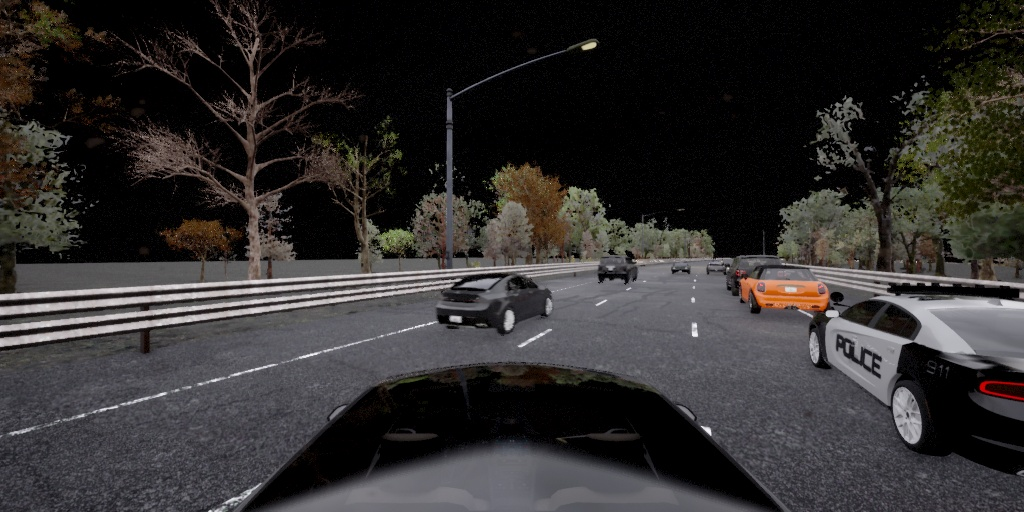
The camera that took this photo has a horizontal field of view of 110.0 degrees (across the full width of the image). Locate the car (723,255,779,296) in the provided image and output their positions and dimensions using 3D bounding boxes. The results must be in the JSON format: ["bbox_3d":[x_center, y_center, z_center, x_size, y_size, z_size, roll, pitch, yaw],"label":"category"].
[{"bbox_3d":[12.626,0.978,18.758,2.150,2.045,5.566,0,0,27],"label":"car"}]

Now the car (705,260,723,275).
[{"bbox_3d":[22.407,1.261,39.332,2.128,1.511,4.902,0,0,29],"label":"car"}]

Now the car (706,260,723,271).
[{"bbox_3d":[28.854,1.333,50.974,2.033,1.411,5.357,0,0,30],"label":"car"}]

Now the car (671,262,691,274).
[{"bbox_3d":[19.294,1.370,40.810,1.895,1.301,4.718,0,0,29],"label":"car"}]

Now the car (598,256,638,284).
[{"bbox_3d":[8.126,0.980,27.320,2.150,2.045,5.566,0,0,28],"label":"car"}]

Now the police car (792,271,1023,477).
[{"bbox_3d":[5.603,1.175,4.695,1.930,1.638,5.238,0,0,26],"label":"police car"}]

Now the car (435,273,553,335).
[{"bbox_3d":[-0.276,1.255,10.724,1.837,1.490,4.892,0,0,26],"label":"car"}]

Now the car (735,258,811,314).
[{"bbox_3d":[9.918,1.102,13.421,2.097,1.767,4.553,0,0,27],"label":"car"}]
